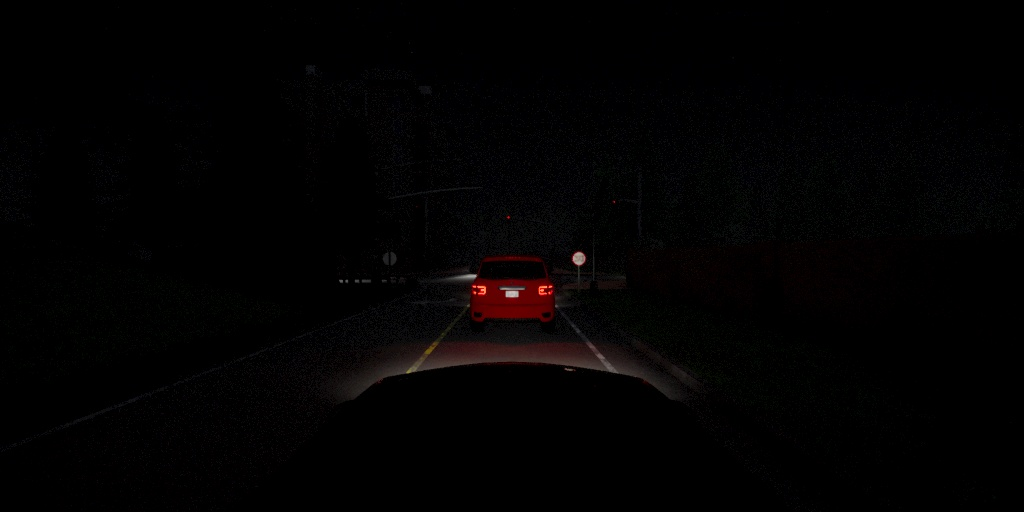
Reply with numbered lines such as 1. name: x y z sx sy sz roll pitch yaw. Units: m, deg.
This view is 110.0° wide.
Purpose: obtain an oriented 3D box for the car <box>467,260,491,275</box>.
1. car: -3.620 1.242 40.697 2.128 1.511 4.902 0 0 2

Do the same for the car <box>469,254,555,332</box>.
1. car: 0.052 0.971 10.958 2.150 2.045 5.566 0 0 1

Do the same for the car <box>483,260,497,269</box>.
1. car: -3.530 1.350 57.620 1.895 1.301 4.718 0 0 0
